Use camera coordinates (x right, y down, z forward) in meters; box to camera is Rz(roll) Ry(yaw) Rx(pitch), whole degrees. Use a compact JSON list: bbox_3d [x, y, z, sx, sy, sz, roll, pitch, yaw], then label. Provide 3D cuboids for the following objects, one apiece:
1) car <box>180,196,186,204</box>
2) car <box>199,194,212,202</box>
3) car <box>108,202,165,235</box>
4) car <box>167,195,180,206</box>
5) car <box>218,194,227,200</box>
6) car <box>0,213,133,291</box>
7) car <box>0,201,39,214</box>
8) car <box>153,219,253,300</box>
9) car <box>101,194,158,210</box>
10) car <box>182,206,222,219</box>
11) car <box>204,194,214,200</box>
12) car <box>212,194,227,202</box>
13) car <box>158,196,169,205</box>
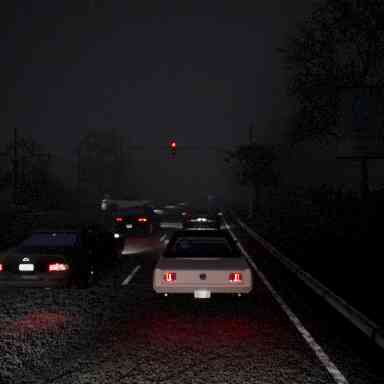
[{"bbox_3d":[-2.359,1.505,66.082,1.837,1.490,4.892,0,0,8],"label":"car"},{"bbox_3d":[2.720,1.518,76.342,2.128,1.511,4.902,0,0,10],"label":"car"},{"bbox_3d":[-2.939,1.526,18.713,1.812,1.442,4.674,0,0,4],"label":"car"},{"bbox_3d":[-3.777,1.352,55.124,2.097,1.767,4.553,0,0,7],"label":"car"},{"bbox_3d":[7.979,1.346,86.357,1.882,1.535,5.008,0,0,11],"label":"car"},{"bbox_3d":[-3.256,1.547,9.136,2.033,1.411,5.357,0,0,1],"label":"car"},{"bbox_3d":[-18.949,1.601,35.383,4.718,1.301,1.895,0,0,6],"label":"car"},{"bbox_3d":[0.232,1.601,8.373,1.895,1.301,4.718,0,0,1],"label":"car"},{"bbox_3d":[-6.855,1.223,35.744,5.566,2.045,2.150,0,0,-11],"label":"car"},{"bbox_3d":[0.522,1.505,17.598,1.837,1.490,4.892,0,0,2],"label":"car"},{"bbox_3d":[4.459,1.328,86.562,1.882,1.535,5.008,0,0,11],"label":"car"},{"bbox_3d":[6.316,1.548,76.652,1.994,1.385,4.181,0,0,10],"label":"car"},{"bbox_3d":[-4.830,1.601,45.201,1.895,1.301,4.718,0,0,5],"label":"car"}]
